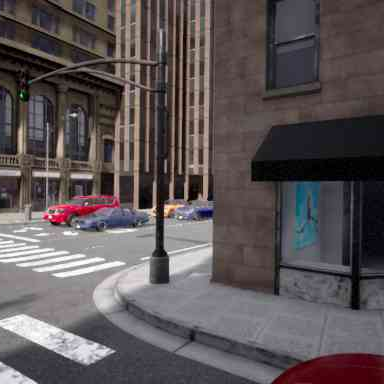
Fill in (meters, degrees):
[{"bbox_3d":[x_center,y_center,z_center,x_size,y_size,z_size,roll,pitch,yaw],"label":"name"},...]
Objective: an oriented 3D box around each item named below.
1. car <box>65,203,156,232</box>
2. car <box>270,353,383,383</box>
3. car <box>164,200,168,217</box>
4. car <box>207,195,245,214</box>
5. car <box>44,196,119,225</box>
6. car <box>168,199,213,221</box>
[{"bbox_3d":[-5.105,1.657,21.620,2.033,1.411,5.357,1,0,35],"label":"car"},{"bbox_3d":[2.380,1.545,1.275,4.507,1.381,1.887,0,1,35],"label":"car"},{"bbox_3d":[-1.862,1.502,31.896,2.097,1.767,4.553,1,0,35],"label":"car"},{"bbox_3d":[4.246,1.465,40.589,2.150,2.045,5.566,1,0,35],"label":"car"},{"bbox_3d":[-7.568,1.287,23.761,2.150,2.045,5.566,1,0,35],"label":"car"},{"bbox_3d":[0.370,1.543,29.419,2.097,1.767,4.553,1,0,35],"label":"car"}]
